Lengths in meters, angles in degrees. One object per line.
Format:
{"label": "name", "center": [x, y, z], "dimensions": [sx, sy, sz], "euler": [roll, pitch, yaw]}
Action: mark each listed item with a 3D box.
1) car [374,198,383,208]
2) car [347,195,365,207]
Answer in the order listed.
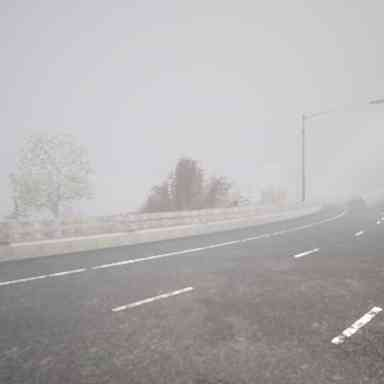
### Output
{"label": "car", "center": [27.185, 1.479, 47.083], "dimensions": [1.994, 1.385, 4.181], "euler": [0, 0, 20]}
{"label": "car", "center": [24.437, 1.269, 49.728], "dimensions": [2.097, 1.767, 4.553], "euler": [0, 0, 20]}
